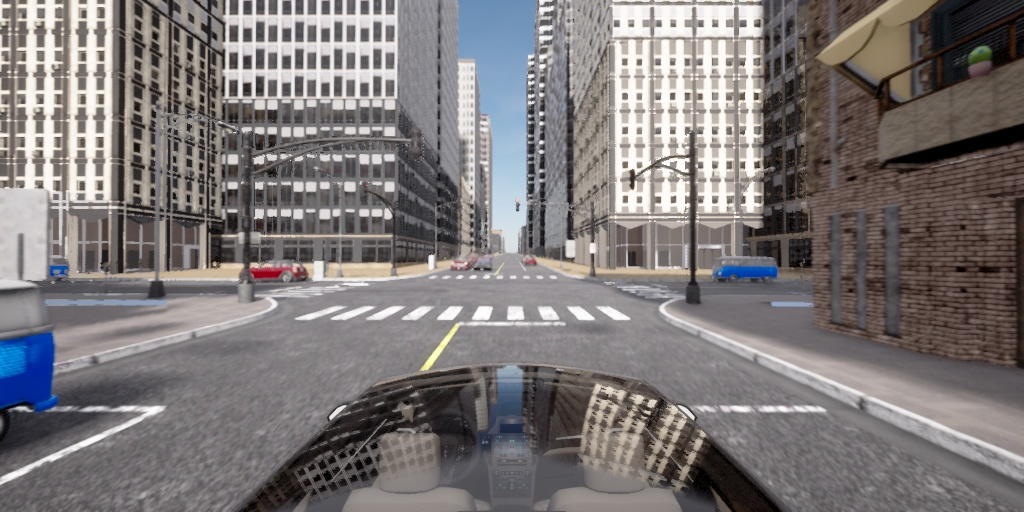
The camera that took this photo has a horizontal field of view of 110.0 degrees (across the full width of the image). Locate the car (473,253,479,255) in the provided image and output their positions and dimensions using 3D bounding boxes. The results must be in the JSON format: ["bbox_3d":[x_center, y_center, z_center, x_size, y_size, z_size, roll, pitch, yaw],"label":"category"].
[{"bbox_3d":[-5.689,0.523,51.417,2.192,1.841,5.009,0,0,0],"label":"car"}]

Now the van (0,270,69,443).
[{"bbox_3d":[-5.826,1.085,2.204,1.690,1.789,3.998,0,0,0],"label":"van"}]

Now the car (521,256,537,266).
[{"bbox_3d":[2.692,0.789,51.479,1.802,1.307,4.207,0,0,0],"label":"car"}]

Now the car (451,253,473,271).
[{"bbox_3d":[-5.689,0.769,40.268,1.967,1.591,4.097,0,0,0],"label":"car"}]

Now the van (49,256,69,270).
[{"bbox_3d":[-33.437,0.871,24.870,3.998,1.789,1.690,0,0,0],"label":"van"}]

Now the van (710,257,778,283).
[{"bbox_3d":[15.982,0.952,24.759,3.998,1.789,1.690,0,0,0],"label":"van"}]

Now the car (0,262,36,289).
[{"bbox_3d":[-29.355,1.035,19.078,5.357,1.411,2.033,0,0,0],"label":"car"}]

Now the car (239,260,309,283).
[{"bbox_3d":[-16.492,0.995,24.833,4.097,1.591,1.967,0,0,0],"label":"car"}]

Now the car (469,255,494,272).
[{"bbox_3d":[-3.000,0.899,38.335,2.033,1.411,5.357,0,1,0],"label":"car"}]
